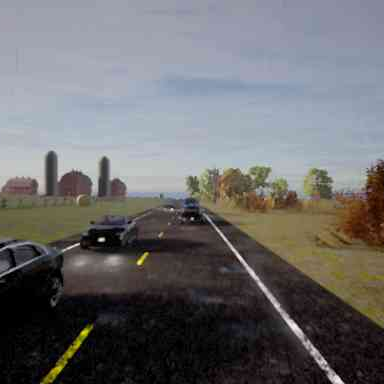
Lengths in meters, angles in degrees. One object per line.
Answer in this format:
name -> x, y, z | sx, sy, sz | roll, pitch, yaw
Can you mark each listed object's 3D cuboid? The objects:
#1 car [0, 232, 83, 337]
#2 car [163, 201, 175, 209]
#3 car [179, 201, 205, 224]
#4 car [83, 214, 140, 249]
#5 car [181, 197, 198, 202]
car -> -3.606, 1.549, 5.194 | 2.128, 1.511, 4.902 | 0, -1, 0
car -> -4.047, 2.215, 59.054 | 2.033, 1.411, 5.357 | 0, -1, 0
car -> -0.006, 1.818, 28.081 | 1.837, 1.490, 4.892 | 0, 0, 0
car -> -3.616, 1.732, 15.282 | 1.994, 1.385, 4.181 | 0, -1, 0
car -> -0.167, 1.707, 43.262 | 2.150, 2.045, 5.566 | 0, 0, -1
